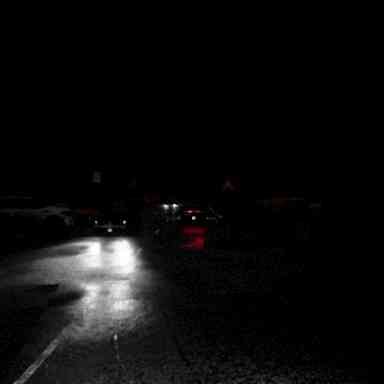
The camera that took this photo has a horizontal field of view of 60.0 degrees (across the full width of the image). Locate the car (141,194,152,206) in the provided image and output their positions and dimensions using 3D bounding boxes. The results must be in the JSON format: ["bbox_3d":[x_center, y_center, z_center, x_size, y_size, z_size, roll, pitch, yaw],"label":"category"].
[{"bbox_3d":[-9.106,1.544,50.960,4.892,1.521,2.231,-1,0,-20],"label":"car"}]

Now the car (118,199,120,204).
[{"bbox_3d":[-9.208,1.532,29.950,4.674,1.452,2.002,-1,0,-20],"label":"car"}]

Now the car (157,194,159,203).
[{"bbox_3d":[-8.909,1.555,57.025,5.366,1.575,1.946,-1,0,-20],"label":"car"}]

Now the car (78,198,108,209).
[{"bbox_3d":[-9.080,1.479,24.013,5.366,1.575,1.946,-1,0,-20],"label":"car"}]

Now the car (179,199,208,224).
[{"bbox_3d":[0.114,1.502,24.769,1.837,1.490,4.892,0,0,0],"label":"car"}]

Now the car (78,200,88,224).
[{"bbox_3d":[-9.248,1.512,20.957,4.792,1.488,2.163,-1,0,-20],"label":"car"}]

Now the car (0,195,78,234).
[{"bbox_3d":[-9.276,1.229,17.956,5.566,2.045,2.435,-1,0,-20],"label":"car"}]

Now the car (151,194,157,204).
[{"bbox_3d":[-8.915,1.546,54.024,5.366,1.575,1.946,-1,0,-20],"label":"car"}]

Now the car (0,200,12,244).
[{"bbox_3d":[-9.311,1.354,11.941,4.553,1.767,2.185,-1,0,-20],"label":"car"}]

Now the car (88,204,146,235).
[{"bbox_3d":[-4.050,1.595,18.704,1.895,1.301,4.718,0,0,0],"label":"car"}]

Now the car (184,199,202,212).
[{"bbox_3d":[0.124,1.574,40.729,2.033,1.411,5.357,0,0,0],"label":"car"}]

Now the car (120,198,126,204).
[{"bbox_3d":[-9.223,1.372,32.947,4.553,1.767,2.185,-1,0,-20],"label":"car"}]

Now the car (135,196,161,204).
[{"bbox_3d":[-9.097,1.555,68.979,5.008,1.535,2.097,-1,0,-20],"label":"car"}]

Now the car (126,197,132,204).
[{"bbox_3d":[-9.203,1.378,35.948,4.553,1.767,2.185,-1,0,-20],"label":"car"}]

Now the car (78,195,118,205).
[{"bbox_3d":[-9.222,1.237,26.972,5.566,2.045,2.435,-1,0,-20],"label":"car"}]

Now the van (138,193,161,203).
[{"bbox_3d":[-9.216,1.300,71.925,4.442,1.987,1.878,-1,1,-20],"label":"van"}]

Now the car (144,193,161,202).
[{"bbox_3d":[-9.251,1.577,65.911,5.366,1.575,1.946,-1,0,-20],"label":"car"}]

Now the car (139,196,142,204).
[{"bbox_3d":[-9.138,1.558,41.959,4.674,1.452,2.002,-1,0,-20],"label":"car"}]

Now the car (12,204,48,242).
[{"bbox_3d":[-9.295,1.510,14.955,4.792,1.488,2.163,-1,0,-20],"label":"car"}]

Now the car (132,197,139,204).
[{"bbox_3d":[-9.125,1.539,38.967,4.792,1.488,2.163,-1,0,-20],"label":"car"}]

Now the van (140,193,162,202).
[{"bbox_3d":[-9.230,1.269,74.925,4.442,1.987,1.878,-1,1,-20],"label":"van"}]

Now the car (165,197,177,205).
[{"bbox_3d":[-3.816,1.608,59.946,1.812,1.442,4.674,0,0,1],"label":"car"}]
